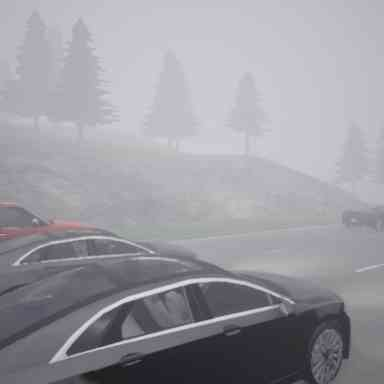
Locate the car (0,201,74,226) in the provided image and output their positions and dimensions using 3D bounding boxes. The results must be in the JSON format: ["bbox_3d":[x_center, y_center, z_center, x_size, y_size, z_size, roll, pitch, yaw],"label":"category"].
[{"bbox_3d":[-5.191,1.230,8.684,5.566,2.045,2.150,0,0,-35],"label":"car"}]

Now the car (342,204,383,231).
[{"bbox_3d":[11.253,1.460,20.492,5.008,1.535,1.882,0,0,-36],"label":"car"}]

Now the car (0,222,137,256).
[{"bbox_3d":[-2.026,1.495,6.680,4.902,1.511,2.128,0,0,-35],"label":"car"}]

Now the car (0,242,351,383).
[{"bbox_3d":[-0.174,1.492,3.704,4.902,1.511,2.128,0,0,-35],"label":"car"}]
